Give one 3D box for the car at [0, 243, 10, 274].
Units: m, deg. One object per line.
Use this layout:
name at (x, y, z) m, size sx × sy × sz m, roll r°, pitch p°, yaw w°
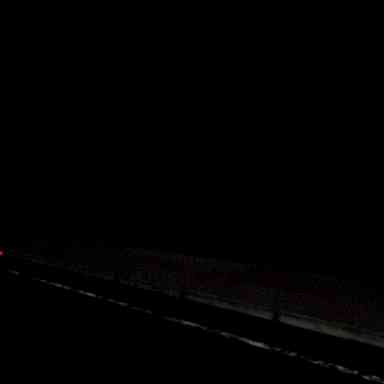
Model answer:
car at (-6.767, 1.458, 8.539) m, size 5.357 × 1.411 × 2.033 m, roll 0°, pitch 0°, yaw 36°
